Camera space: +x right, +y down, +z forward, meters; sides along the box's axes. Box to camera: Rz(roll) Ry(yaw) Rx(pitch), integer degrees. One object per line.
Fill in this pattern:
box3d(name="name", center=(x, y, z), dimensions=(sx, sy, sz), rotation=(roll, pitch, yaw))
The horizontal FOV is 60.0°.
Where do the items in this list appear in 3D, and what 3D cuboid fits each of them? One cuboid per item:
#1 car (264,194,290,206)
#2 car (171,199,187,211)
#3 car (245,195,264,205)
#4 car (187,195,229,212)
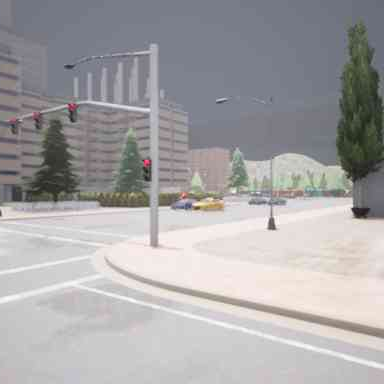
box3d(name="car", center=(14.157, 1.535, 55.185), dimensions=(1.837, 1.490, 4.892), rotation=(0, 0, 36))
box3d(name="car", center=(-0.621, 1.539, 40.874), dimensions=(1.812, 1.442, 4.674), rotation=(0, 0, 36))
box3d(name="car", center=(11.372, 1.589, 57.307), dimensions=(1.994, 1.385, 4.181), rotation=(0, 0, 36))
box3d(name="car", center=(1.917, 1.489, 38.434), dimensions=(1.882, 1.535, 5.008), rotation=(0, 0, 36))
